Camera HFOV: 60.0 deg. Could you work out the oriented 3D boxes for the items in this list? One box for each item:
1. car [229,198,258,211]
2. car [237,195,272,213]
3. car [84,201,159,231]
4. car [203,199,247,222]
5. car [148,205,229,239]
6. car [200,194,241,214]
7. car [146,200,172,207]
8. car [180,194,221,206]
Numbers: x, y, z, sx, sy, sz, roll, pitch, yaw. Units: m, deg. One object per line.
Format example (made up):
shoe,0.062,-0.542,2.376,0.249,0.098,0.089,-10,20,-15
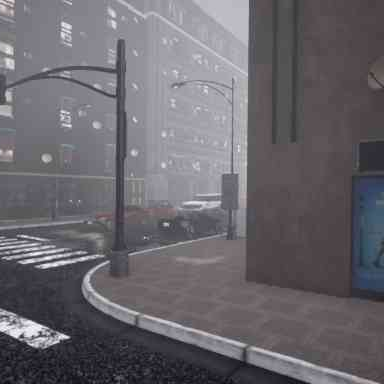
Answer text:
car,6.348,1.483,40.530,1.802,1.307,4.206,1,1,35
car,7.062,1.289,37.234,2.097,1.767,4.553,1,1,35
car,-4.489,1.487,20.797,1.812,1.442,4.674,1,1,35
car,3.410,1.536,26.896,2.033,1.411,5.357,1,1,35
car,-0.041,1.599,17.708,1.947,1.339,4.313,1,1,35
car,3.141,1.223,35.954,2.192,1.841,5.009,1,1,35
car,-3.280,1.362,26.807,1.967,1.590,4.097,1,1,35
car,1.187,1.171,28.880,2.150,2.045,5.566,1,1,35
